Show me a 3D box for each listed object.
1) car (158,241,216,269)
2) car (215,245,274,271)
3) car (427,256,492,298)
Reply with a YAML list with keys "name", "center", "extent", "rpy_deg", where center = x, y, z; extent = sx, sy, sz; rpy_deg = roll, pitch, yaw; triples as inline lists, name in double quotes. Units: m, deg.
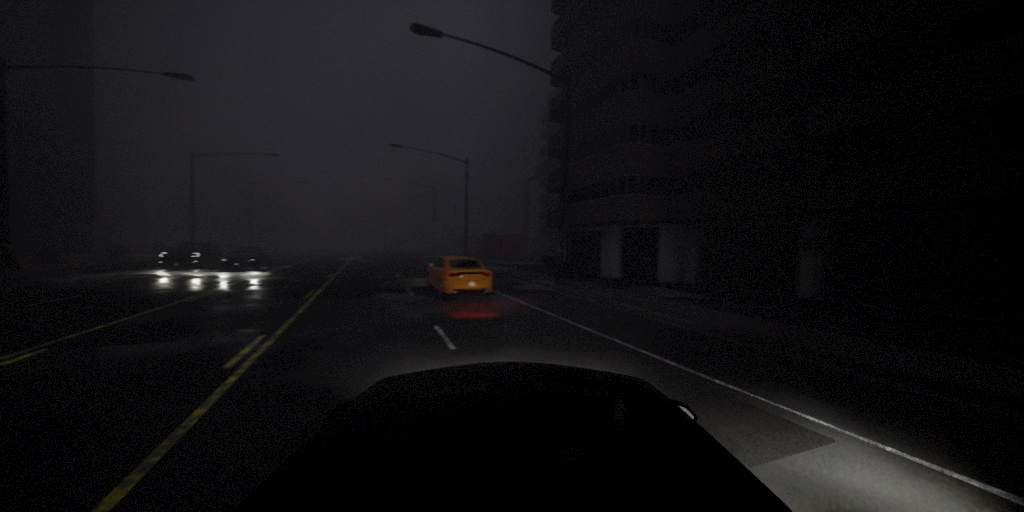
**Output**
- name: "car"
  center: [-20.976, -0.164, 23.621]
  extent: [2.097, 1.767, 4.553]
  rpy_deg: [1, 2, -21]
- name: "car"
  center: [-17.082, 0.115, 23.281]
  extent: [1.812, 1.442, 4.674]
  rpy_deg: [1, 2, -21]
- name: "car"
  center: [-2.325, 0.733, 15.029]
  extent: [1.882, 1.535, 5.008]
  rpy_deg: [1, 2, -22]
